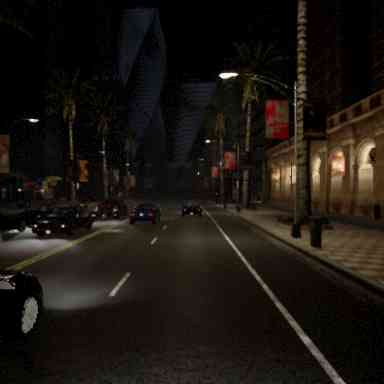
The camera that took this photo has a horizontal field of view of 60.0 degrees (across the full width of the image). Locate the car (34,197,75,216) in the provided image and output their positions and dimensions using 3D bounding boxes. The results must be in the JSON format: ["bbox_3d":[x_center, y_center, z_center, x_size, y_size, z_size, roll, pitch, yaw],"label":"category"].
[{"bbox_3d":[-13.651,1.387,33.367,2.185,1.767,4.553,0,0,-1],"label":"car"}]

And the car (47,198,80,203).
[{"bbox_3d":[-10.505,1.521,28.165,2.128,1.511,4.902,0,0,0],"label":"car"}]

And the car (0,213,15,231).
[{"bbox_3d":[-7.020,1.531,8.981,1.812,1.442,4.674,0,0,0],"label":"car"}]

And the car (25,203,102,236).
[{"bbox_3d":[-7.017,1.568,18.876,2.033,1.411,5.357,0,0,0],"label":"car"}]

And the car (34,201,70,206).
[{"bbox_3d":[-10.503,1.597,23.205,1.994,1.385,4.181,0,0,0],"label":"car"}]

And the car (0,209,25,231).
[{"bbox_3d":[-10.517,1.614,17.590,1.895,1.301,4.718,0,0,0],"label":"car"}]

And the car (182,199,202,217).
[{"bbox_3d":[-0.030,1.652,32.037,1.895,1.301,4.718,0,0,0],"label":"car"}]

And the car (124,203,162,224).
[{"bbox_3d":[-3.405,1.582,24.957,2.033,1.411,5.357,0,0,0],"label":"car"}]

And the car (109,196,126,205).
[{"bbox_3d":[-13.985,1.558,62.740,2.231,1.521,4.892,0,0,-1],"label":"car"}]

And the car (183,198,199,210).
[{"bbox_3d":[-0.151,1.617,44.418,2.033,1.411,5.357,0,0,0],"label":"car"}]

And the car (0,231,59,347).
[{"bbox_3d":[-3.404,1.507,3.640,1.837,1.490,4.892,0,0,0],"label":"car"}]

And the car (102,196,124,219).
[{"bbox_3d":[-7.007,1.388,29.006,2.097,1.767,4.553,0,0,0],"label":"car"}]
